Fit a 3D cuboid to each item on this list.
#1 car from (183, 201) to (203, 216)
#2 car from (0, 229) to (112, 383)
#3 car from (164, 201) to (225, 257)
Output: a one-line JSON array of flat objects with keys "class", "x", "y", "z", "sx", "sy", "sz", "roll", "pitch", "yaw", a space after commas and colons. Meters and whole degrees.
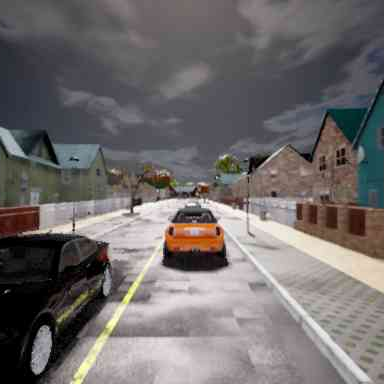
[{"class": "car", "x": 0.093, "y": 1.675, "z": 35.624, "sx": 2.033, "sy": 1.411, "sz": 5.357, "roll": 0, "pitch": 0, "yaw": 0}, {"class": "car", "x": -2.751, "y": 1.493, "z": 5.665, "sx": 1.882, "sy": 1.535, "sz": 5.008, "roll": 0, "pitch": 0, "yaw": 0}, {"class": "car", "x": 0.095, "y": 1.390, "z": 13.245, "sx": 2.097, "sy": 1.767, "sz": 4.553, "roll": 0, "pitch": 0, "yaw": 0}]
